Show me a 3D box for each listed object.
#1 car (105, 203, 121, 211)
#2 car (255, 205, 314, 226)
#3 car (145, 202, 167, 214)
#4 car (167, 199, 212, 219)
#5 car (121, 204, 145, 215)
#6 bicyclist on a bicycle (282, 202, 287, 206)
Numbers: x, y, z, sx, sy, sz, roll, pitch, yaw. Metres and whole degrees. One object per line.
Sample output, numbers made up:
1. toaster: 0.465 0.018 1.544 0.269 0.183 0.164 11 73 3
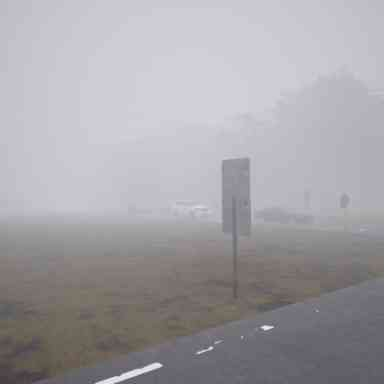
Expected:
1. car: -14.957 2.853 63.318 1.882 1.535 5.008 -1 -1 -35
2. car: 7.324 1.832 26.700 1.882 1.535 5.008 -1 -1 -35
3. car: -4.541 2.262 48.591 2.097 1.767 4.553 -1 -1 -35
4. car: -0.157 1.874 37.282 2.150 2.045 5.566 -1 0 -35
5. car: -8.059 2.503 48.530 1.837 1.490 4.892 -1 -1 -35
6. bicyclist on a bicycle: 9.460 1.857 34.025 1.656 1.620 0.582 0 -1 -35
